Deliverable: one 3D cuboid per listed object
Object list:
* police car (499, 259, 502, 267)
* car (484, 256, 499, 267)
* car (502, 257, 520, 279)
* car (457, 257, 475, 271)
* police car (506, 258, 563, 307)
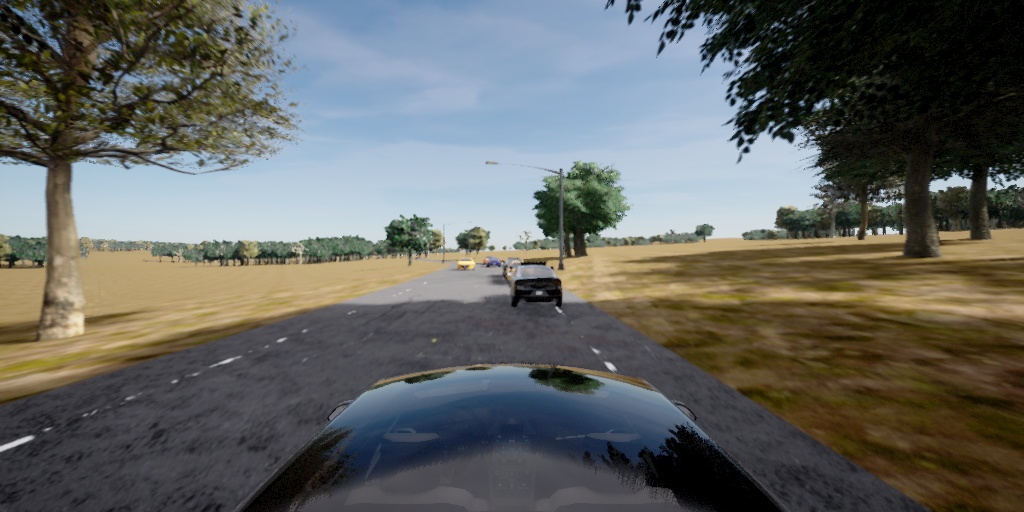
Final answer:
[{"bbox_3d":[0.144,0.906,30.987,1.930,1.638,5.238,0,0,-3],"label":"police car"},{"bbox_3d":[-2.671,0.899,52.303,1.812,1.442,4.674,0,0,-6],"label":"car"},{"bbox_3d":[0.472,0.986,25.042,1.801,1.575,5.366,0,0,-3],"label":"car"},{"bbox_3d":[-5.265,0.889,41.332,1.882,1.535,5.008,0,0,-4],"label":"car"},{"bbox_3d":[0.864,1.041,14.911,1.930,1.638,5.238,0,0,-2],"label":"police car"}]
